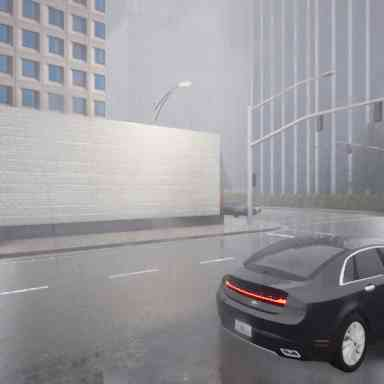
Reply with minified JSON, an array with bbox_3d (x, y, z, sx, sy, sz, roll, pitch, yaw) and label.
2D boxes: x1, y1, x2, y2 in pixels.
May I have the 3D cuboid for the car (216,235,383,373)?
[{"bbox_3d":[2.640,1.504,5.680,4.892,1.490,1.837,0,0,-35],"label":"car"}]

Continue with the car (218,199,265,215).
[{"bbox_3d":[5.157,1.545,35.390,2.128,1.511,4.902,0,0,-36],"label":"car"}]

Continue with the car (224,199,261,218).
[{"bbox_3d":[3.593,1.601,31.559,2.033,1.411,5.357,0,0,-36],"label":"car"}]
